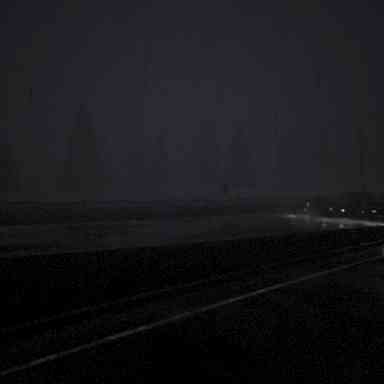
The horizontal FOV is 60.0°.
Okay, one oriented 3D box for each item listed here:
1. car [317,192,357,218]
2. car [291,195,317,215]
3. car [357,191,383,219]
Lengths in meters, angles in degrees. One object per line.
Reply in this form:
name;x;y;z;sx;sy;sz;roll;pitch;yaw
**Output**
car;13.471;0.985;28.102;5.566;2.045;2.150;-1;0;-31
car;11.350;1.116;30.917;4.553;1.767;2.097;-1;0;-31
car;15.311;0.987;25.125;5.566;2.045;2.150;-1;0;-32
